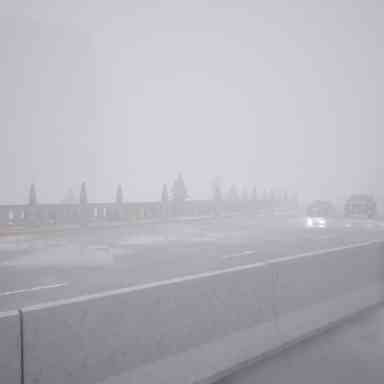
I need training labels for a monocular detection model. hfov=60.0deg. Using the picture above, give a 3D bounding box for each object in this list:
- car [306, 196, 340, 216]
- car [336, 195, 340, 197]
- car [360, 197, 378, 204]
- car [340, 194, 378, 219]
[{"bbox_3d":[12.561,1.491,32.305,2.128,1.511,4.902,0,0,34],"label":"car"},{"bbox_3d":[30.737,1.304,68.702,2.128,1.511,4.902,0,0,10],"label":"car"},{"bbox_3d":[33.174,1.583,62.456,1.895,1.301,4.718,0,0,13],"label":"car"},{"bbox_3d":[15.391,1.221,30.192,2.150,2.045,5.566,0,0,35],"label":"car"}]
